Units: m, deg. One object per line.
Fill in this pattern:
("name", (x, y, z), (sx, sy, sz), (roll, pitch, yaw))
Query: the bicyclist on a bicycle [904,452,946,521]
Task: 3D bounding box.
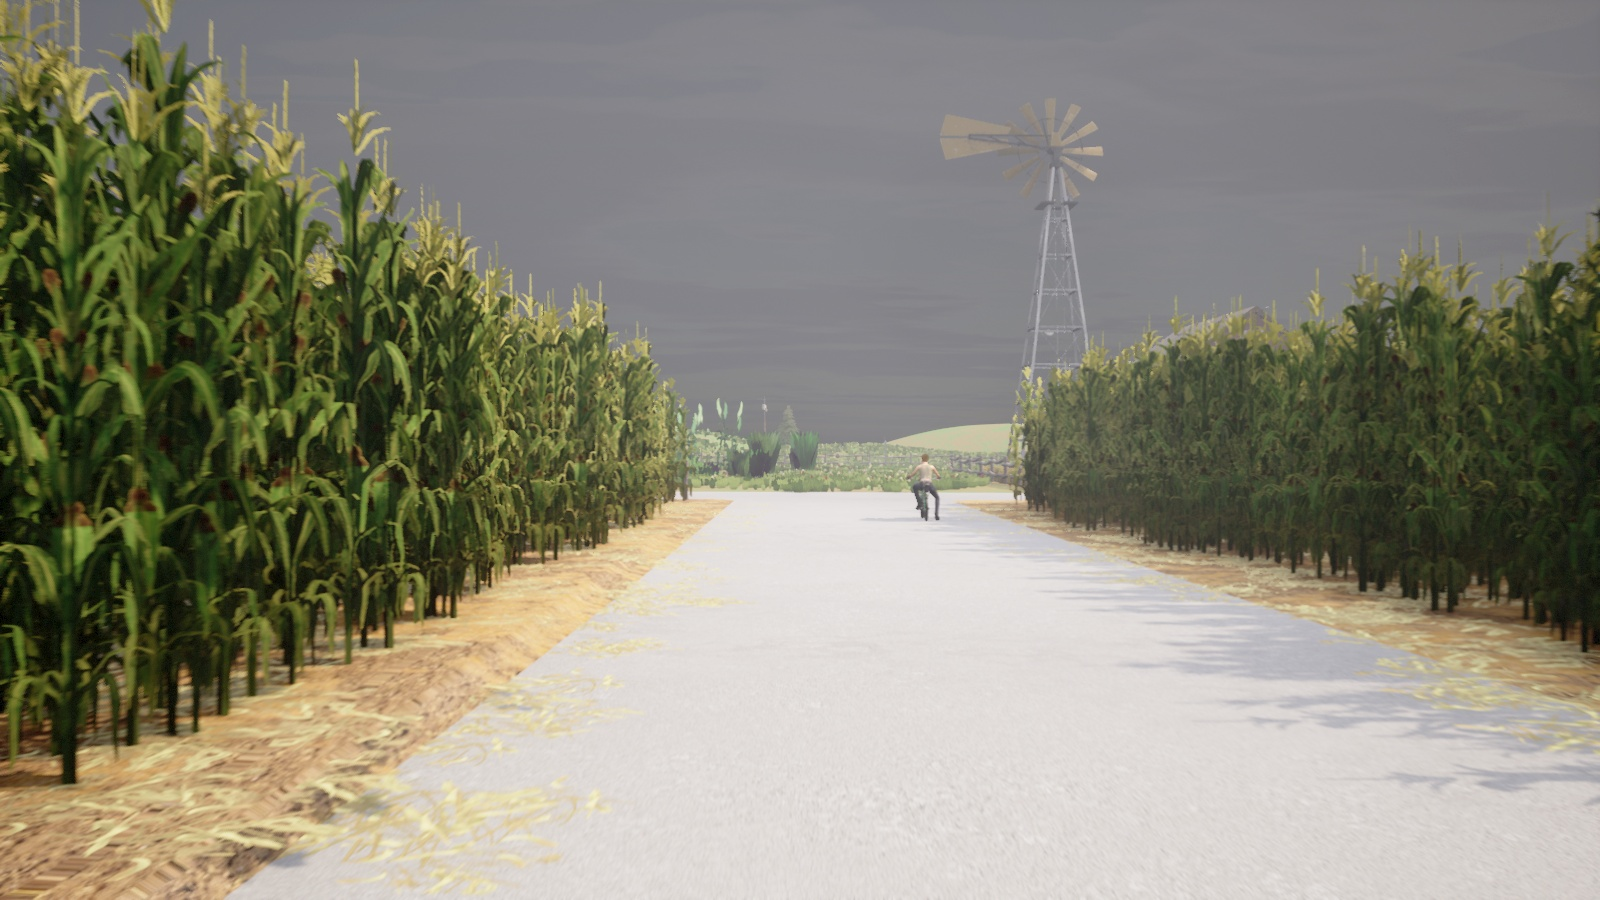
("bicyclist on a bicycle", (3.029, 0.874, 30.609), (0.866, 1.612, 1.509), (0, 0, 0))
